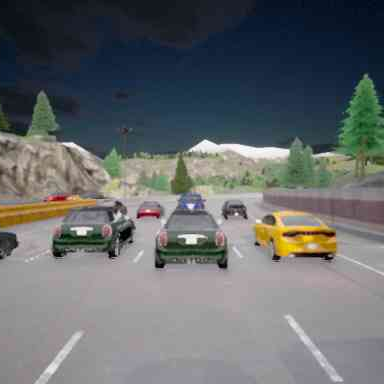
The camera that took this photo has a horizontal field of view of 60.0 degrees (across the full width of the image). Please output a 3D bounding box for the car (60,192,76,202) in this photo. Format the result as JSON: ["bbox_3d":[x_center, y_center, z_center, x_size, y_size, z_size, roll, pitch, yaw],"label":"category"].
[{"bbox_3d":[-20.751,1.299,59.435,1.882,1.535,5.008,0,0,13],"label":"car"}]

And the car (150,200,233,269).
[{"bbox_3d":[-0.018,1.321,11.162,2.097,1.767,4.553,0,1,0],"label":"car"}]

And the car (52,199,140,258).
[{"bbox_3d":[-3.520,1.312,12.731,2.097,1.767,4.553,0,0,0],"label":"car"}]

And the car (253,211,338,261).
[{"bbox_3d":[3.480,1.438,12.100,1.882,1.535,5.008,0,0,0],"label":"car"}]

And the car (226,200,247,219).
[{"bbox_3d":[3.532,1.417,28.162,1.837,1.490,4.892,0,1,2],"label":"car"}]

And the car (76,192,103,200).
[{"bbox_3d":[-17.393,1.045,58.461,2.150,2.045,5.566,0,0,13],"label":"car"}]

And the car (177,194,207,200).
[{"bbox_3d":[-0.021,1.139,26.912,2.150,2.045,5.566,0,0,1],"label":"car"}]

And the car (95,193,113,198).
[{"bbox_3d":[-14.209,1.391,56.727,1.994,1.385,4.181,0,0,13],"label":"car"}]

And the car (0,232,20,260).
[{"bbox_3d":[-7.019,1.521,9.307,2.033,1.411,5.357,0,0,0],"label":"car"}]

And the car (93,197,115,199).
[{"bbox_3d":[-6.937,1.437,28.953,1.812,1.442,4.674,0,0,2],"label":"car"}]

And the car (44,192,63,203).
[{"bbox_3d":[-24.241,1.043,59.922,2.150,2.045,5.566,0,0,13],"label":"car"}]

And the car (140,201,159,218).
[{"bbox_3d":[-3.448,1.475,28.600,1.994,1.385,4.181,0,0,2],"label":"car"}]
